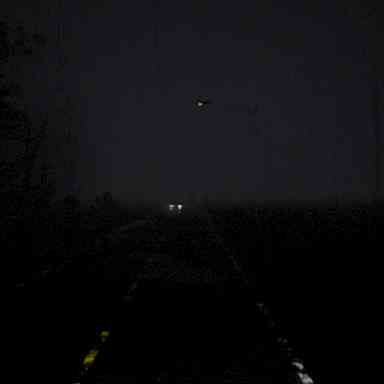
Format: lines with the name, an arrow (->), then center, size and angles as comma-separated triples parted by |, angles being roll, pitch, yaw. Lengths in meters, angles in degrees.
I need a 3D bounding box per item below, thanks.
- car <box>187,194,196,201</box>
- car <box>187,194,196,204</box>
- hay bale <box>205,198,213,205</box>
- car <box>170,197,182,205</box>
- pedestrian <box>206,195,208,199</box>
car -> -0.122, 1.365, 81.445 | 2.097, 1.767, 4.553 | 0, 0, 0
car -> -0.099, 1.684, 68.120 | 1.994, 1.385, 4.181 | 0, 0, 0
hay bale -> 3.043, 1.750, 59.827 | 1.220, 1.180, 1.240 | 1, 1, 0
car -> -2.879, 1.624, 60.030 | 1.812, 1.442, 4.674 | 0, 0, 1
pedestrian -> 2.733, 1.377, 60.921 | 0.375, 1.860, 0.375 | -1, 1, -3
